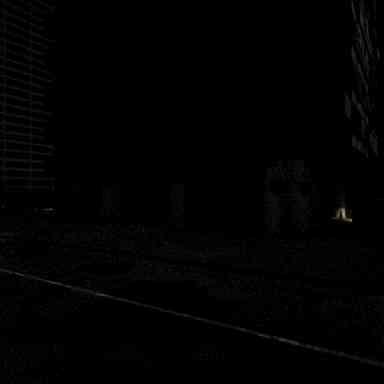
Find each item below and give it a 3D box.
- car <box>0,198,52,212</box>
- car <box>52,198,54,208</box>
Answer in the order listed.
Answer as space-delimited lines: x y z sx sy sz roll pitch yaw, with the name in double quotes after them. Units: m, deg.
-19.781 1.490 39.431 2.128 1.511 4.902 0 0 33 "car"
-18.246 1.220 48.159 2.150 2.045 5.566 0 0 33 "car"
